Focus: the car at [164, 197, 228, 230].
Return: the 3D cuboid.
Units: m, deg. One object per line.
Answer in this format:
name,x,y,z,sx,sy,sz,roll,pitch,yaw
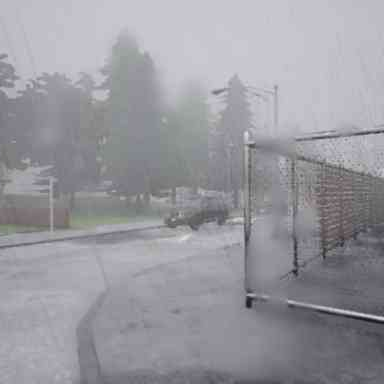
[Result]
car,0.443,1.366,22.850,2.150,2.045,5.566,-1,0,35
